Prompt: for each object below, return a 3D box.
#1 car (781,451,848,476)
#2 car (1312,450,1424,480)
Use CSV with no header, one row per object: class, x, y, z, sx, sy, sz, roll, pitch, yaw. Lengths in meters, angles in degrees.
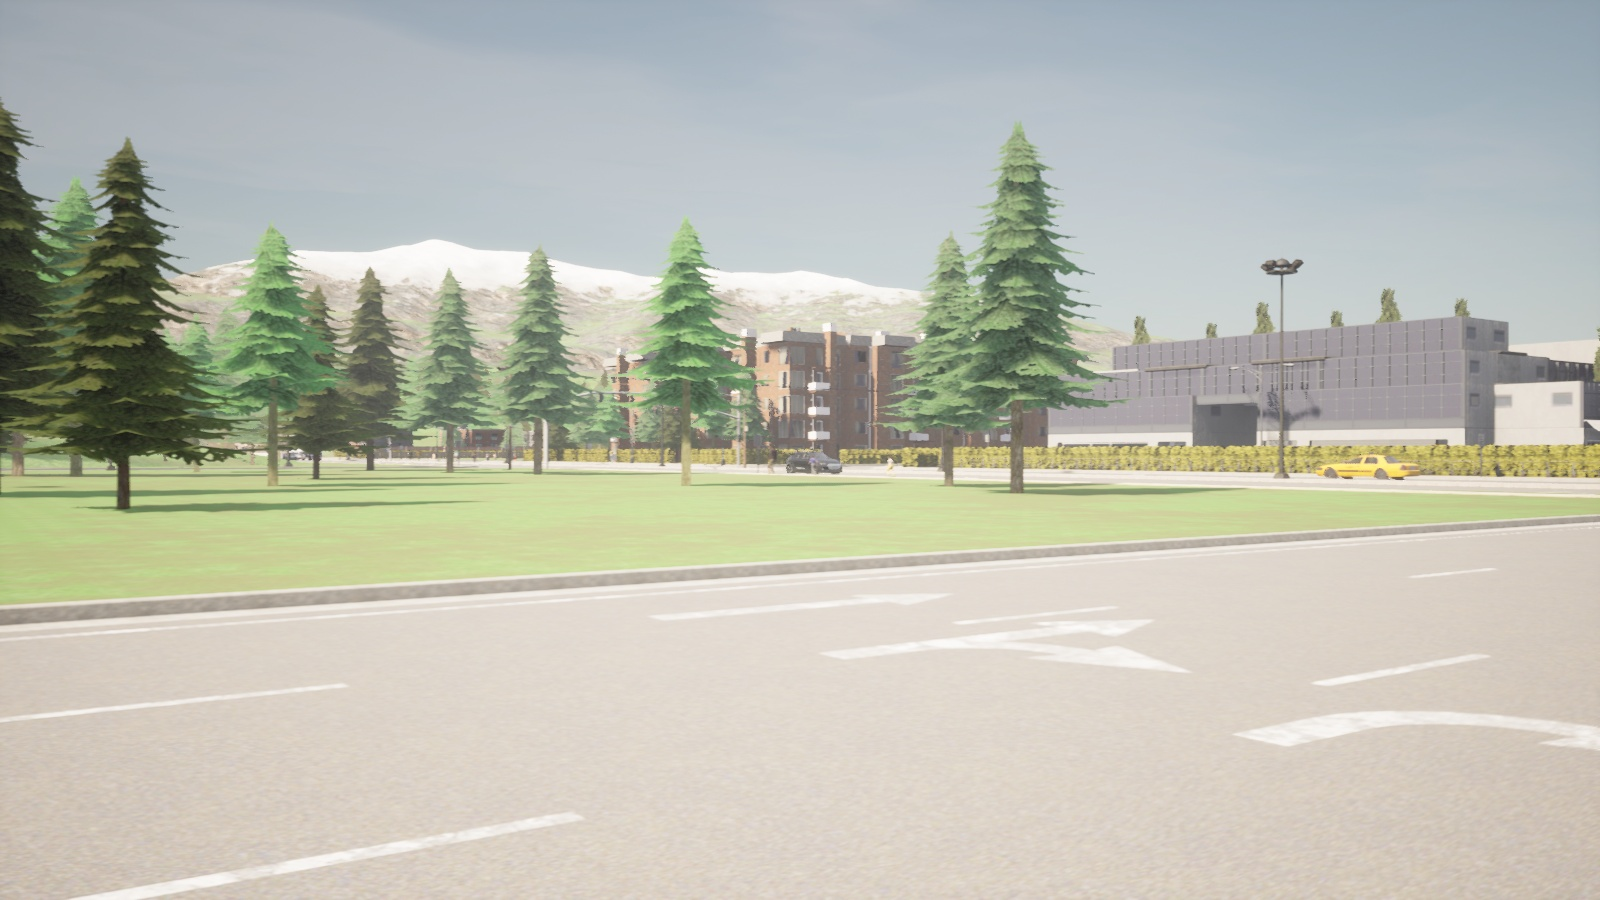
car,0.916,0.880,84.446,2.033,1.649,4.856,0,0,-35
car,30.778,0.785,68.179,1.801,1.575,5.366,0,0,-36
